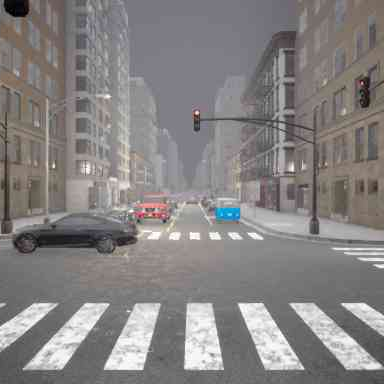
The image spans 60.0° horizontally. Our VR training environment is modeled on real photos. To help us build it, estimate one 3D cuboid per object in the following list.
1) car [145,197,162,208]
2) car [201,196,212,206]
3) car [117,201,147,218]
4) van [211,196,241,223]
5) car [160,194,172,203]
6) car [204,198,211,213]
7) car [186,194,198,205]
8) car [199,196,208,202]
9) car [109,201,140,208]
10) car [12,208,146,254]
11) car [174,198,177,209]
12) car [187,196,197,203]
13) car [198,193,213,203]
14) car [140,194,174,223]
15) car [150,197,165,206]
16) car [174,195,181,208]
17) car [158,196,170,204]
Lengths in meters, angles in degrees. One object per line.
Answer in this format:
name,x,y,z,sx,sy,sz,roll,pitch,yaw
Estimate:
car,-5.444,1.519,47.468,1.752,1.417,4.829,0,0,0
car,2.581,1.576,47.653,1.802,1.307,4.206,0,0,0
car,-5.425,1.543,30.592,1.887,1.381,4.507,0,0,0
van,2.607,1.340,24.928,1.690,1.788,3.998,0,0,0
car,-5.471,1.292,70.365,2.192,1.841,5.009,0,0,0
car,2.594,1.580,36.290,1.802,1.307,4.206,0,0,0
car,0.026,1.550,58.785,1.994,1.385,4.181,0,0,0
car,2.547,1.524,76.060,2.008,1.369,4.403,0,0,0
car,-5.418,1.549,24.910,2.008,1.369,4.403,0,0,0
car,-4.346,1.507,12.735,4.674,1.442,1.812,0,0,0
car,-2.894,1.599,35.409,1.895,1.301,4.718,0,0,0
car,0.016,1.579,68.732,1.895,1.301,4.718,0,0,0
car,2.574,1.305,53.335,2.192,1.841,5.009,0,0,0
car,-2.878,1.220,25.592,2.150,2.045,5.566,0,0,0
car,-5.451,1.556,53.320,1.947,1.339,4.313,0,0,0
car,-2.889,1.500,45.469,1.837,1.490,4.892,0,0,0
car,-5.464,1.547,64.683,1.947,1.339,4.313,0,0,0
